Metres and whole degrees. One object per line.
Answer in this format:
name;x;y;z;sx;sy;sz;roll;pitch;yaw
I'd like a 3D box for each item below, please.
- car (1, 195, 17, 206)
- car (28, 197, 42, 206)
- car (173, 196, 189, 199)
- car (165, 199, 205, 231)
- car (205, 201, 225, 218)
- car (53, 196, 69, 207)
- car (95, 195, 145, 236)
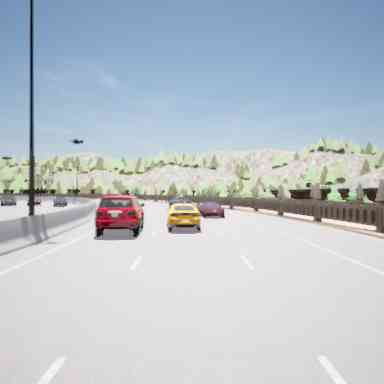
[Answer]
car;-28.477;1.289;51.852;2.097;1.767;4.553;0;0;-28
car;-25.412;1.484;53.682;2.033;1.411;5.357;0;0;-28
car;-1.551;1.307;42.368;2.097;1.767;4.553;0;0;-18
car;-0.612;1.456;20.725;1.882;1.535;5.008;0;0;-6
car;1.550;1.534;29.881;1.994;1.385;4.181;0;0;-10
car;-19.835;1.445;50.278;1.837;1.490;4.892;0;0;-25
car;-3.873;1.201;18.449;2.150;2.045;5.566;0;0;-5
